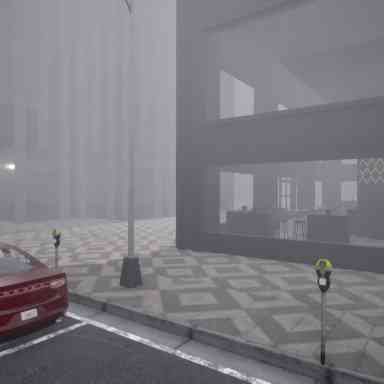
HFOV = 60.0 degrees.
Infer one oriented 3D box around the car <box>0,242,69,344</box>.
[{"bbox_3d":[-4.044,1.544,5.867,4.507,1.381,1.887,0,0,36],"label":"car"}]
